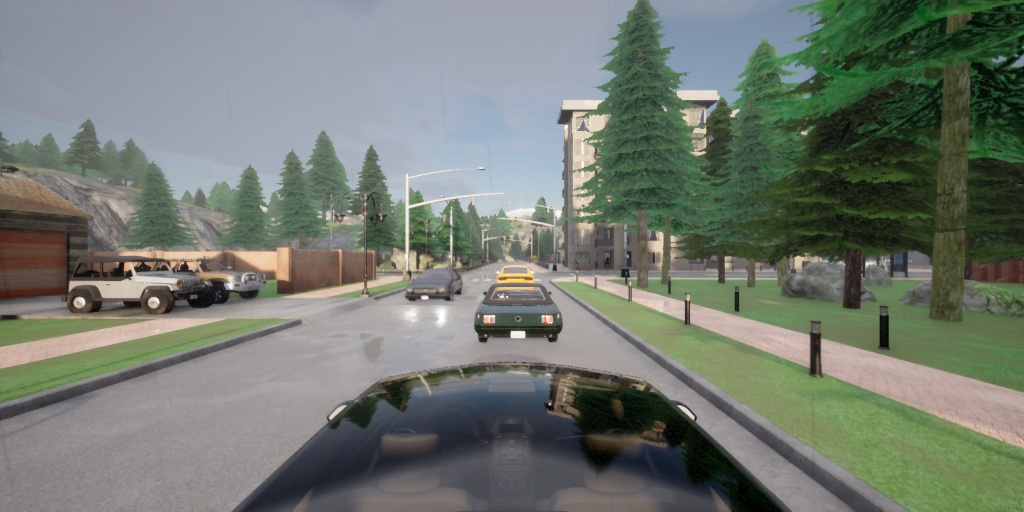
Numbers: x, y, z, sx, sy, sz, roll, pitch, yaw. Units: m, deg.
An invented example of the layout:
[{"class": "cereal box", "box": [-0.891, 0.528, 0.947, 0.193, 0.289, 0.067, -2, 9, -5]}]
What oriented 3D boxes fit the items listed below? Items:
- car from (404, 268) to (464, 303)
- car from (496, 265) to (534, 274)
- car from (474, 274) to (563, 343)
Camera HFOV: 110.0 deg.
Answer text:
[{"class": "car", "box": [-3.481, 1.297, 17.122, 2.033, 1.411, 5.357, 0, 0, 1]}, {"class": "car", "box": [0.175, 1.228, 19.022, 1.882, 1.535, 5.008, 0, 0, 0]}, {"class": "car", "box": [0.146, 1.351, 9.683, 1.895, 1.301, 4.718, 0, 0, 0]}]
